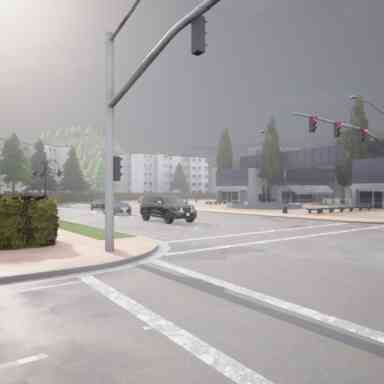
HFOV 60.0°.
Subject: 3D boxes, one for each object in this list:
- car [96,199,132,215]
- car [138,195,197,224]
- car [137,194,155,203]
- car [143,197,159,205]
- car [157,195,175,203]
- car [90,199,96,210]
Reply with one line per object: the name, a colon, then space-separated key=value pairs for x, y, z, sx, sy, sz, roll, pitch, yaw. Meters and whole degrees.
car: x=-7.636 y=1.491 z=33.492 sx=2.128 sy=1.511 sz=4.902 roll=0 pitch=0 yaw=-31
car: x=-1.950 y=1.221 z=25.324 sx=2.150 sy=2.045 sz=5.566 roll=0 pitch=0 yaw=-37
car: x=-9.332 y=1.352 z=68.046 sx=2.097 sy=1.767 sz=4.553 roll=0 pitch=0 yaw=15
car: x=-7.235 y=1.547 z=59.050 sx=2.033 sy=1.411 sz=5.357 roll=0 pitch=0 yaw=3
car: x=-5.316 y=1.477 z=69.513 sx=1.882 sy=1.535 sz=5.008 roll=0 pitch=0 yaw=20
car: x=-11.909 y=1.564 z=42.587 sx=1.994 sy=1.385 sz=4.181 roll=0 pitch=0 yaw=-17
